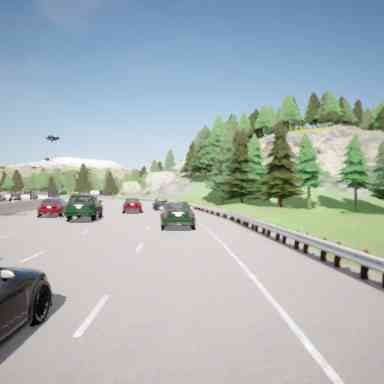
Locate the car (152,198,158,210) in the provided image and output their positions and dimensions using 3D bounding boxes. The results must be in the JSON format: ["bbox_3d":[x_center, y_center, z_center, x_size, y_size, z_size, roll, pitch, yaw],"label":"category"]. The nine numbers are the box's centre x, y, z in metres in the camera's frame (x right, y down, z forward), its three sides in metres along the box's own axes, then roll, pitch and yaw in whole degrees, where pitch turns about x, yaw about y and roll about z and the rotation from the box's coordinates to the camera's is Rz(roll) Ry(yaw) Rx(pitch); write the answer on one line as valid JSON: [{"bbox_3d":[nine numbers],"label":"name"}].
[{"bbox_3d":[-3.950,1.491,41.868,2.128,1.511,4.902,0,0,-11],"label":"car"}]

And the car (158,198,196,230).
[{"bbox_3d":[-0.985,1.352,21.367,2.097,1.767,4.553,0,0,-5],"label":"car"}]

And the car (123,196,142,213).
[{"bbox_3d":[-6.686,1.352,37.411,2.097,1.767,4.553,0,0,-10],"label":"car"}]

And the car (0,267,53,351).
[{"bbox_3d":[-3.492,1.564,4.370,1.994,1.385,4.181,0,0,-1],"label":"car"}]

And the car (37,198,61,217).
[{"bbox_3d":[-12.741,1.353,31.046,2.097,1.767,4.553,0,0,-8],"label":"car"}]

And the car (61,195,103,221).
[{"bbox_3d":[-8.616,1.222,26.971,2.150,2.045,5.566,0,0,-7],"label":"car"}]
